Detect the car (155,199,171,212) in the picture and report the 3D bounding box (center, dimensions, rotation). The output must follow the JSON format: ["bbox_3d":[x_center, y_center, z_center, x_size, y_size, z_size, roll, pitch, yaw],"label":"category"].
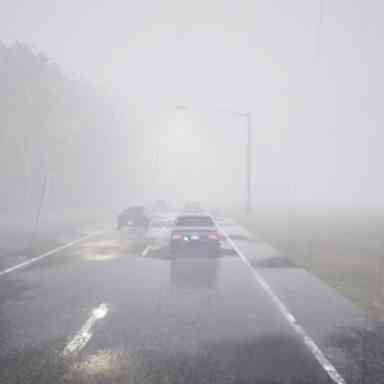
[{"bbox_3d":[-3.404,1.513,36.918,1.812,1.442,4.674,0,0,0],"label":"car"}]

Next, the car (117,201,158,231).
[{"bbox_3d":[-3.404,1.521,20.639,1.812,1.442,4.674,0,0,0],"label":"car"}]

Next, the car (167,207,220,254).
[{"bbox_3d":[0.098,1.545,13.489,2.033,1.411,5.357,0,0,0],"label":"car"}]

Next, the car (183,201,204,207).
[{"bbox_3d":[0.095,1.538,30.578,2.033,1.411,5.357,0,0,0],"label":"car"}]
